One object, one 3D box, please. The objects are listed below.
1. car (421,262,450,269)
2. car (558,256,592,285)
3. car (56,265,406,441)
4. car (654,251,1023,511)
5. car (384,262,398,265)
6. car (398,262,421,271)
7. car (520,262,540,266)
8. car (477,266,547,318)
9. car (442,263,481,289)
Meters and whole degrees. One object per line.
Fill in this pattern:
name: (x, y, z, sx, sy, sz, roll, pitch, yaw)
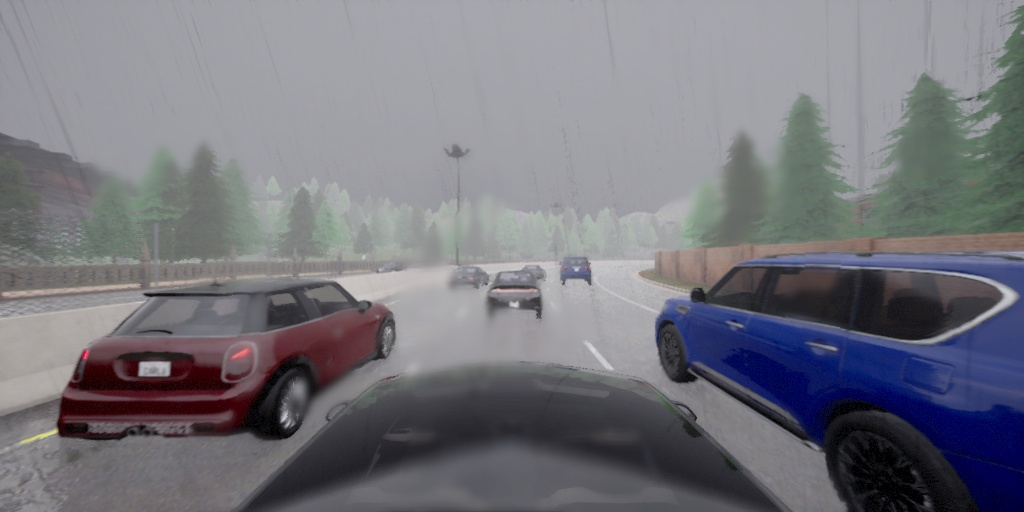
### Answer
car: (-7.256, 1.436, 38.331, 2.033, 1.411, 5.357, 0, 0, 15)
car: (4.929, 1.056, 27.591, 2.150, 2.045, 5.566, 0, 0, 9)
car: (-3.436, 1.120, 5.582, 2.097, 1.767, 4.553, 0, 0, 0)
car: (3.558, 0.978, 3.957, 2.150, 2.045, 5.566, 0, 0, 0)
car: (-13.641, 1.400, 41.233, 2.128, 1.511, 4.902, 0, 0, 16)
car: (-10.253, 1.393, 40.452, 2.128, 1.511, 4.902, 0, 0, 15)
car: (1.739, 1.408, 29.292, 1.994, 1.385, 4.181, 0, 0, 10)
car: (0.139, 1.281, 13.211, 2.128, 1.511, 4.902, 0, 0, 1)
car: (-2.701, 1.378, 23.537, 2.033, 1.411, 5.357, 0, 0, 6)
